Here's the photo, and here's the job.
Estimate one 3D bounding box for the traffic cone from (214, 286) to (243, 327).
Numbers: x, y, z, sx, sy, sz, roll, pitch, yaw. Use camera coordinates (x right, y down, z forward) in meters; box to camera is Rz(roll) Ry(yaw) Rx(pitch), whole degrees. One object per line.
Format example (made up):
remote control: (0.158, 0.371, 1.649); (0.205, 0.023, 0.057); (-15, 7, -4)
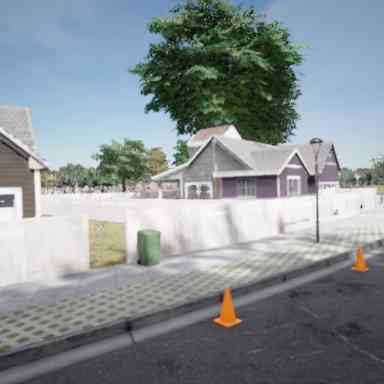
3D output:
traffic cone: (0.595, 1.845, 5.496); (0.340, 0.580, 0.340); (-2, 1, -38)

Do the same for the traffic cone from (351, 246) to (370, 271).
traffic cone: (4.348, 1.694, 8.586); (0.340, 0.580, 0.340); (-2, 1, -41)
